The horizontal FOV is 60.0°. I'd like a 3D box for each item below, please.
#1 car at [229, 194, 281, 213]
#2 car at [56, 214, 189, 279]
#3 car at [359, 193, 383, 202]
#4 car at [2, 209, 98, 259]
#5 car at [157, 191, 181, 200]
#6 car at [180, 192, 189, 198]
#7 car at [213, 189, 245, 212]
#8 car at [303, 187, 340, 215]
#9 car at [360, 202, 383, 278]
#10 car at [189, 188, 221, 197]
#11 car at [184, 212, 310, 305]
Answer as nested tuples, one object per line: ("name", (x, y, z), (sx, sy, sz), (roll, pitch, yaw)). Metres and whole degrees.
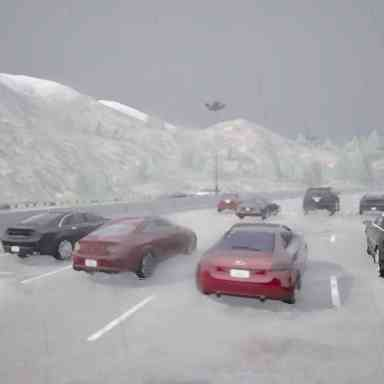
("car", (4.676, 1.086, 23.109), (2.033, 1.411, 5.357), (-1, 1, 28))
("car", (-1.421, 1.392, 9.689), (1.812, 1.442, 4.674), (-1, 1, 22))
("car", (13.934, 0.843, 25.427), (1.837, 1.490, 4.892), (-1, 2, 30))
("car", (-4.254, 1.383, 12.010), (1.837, 1.490, 4.892), (-1, 1, 23))
("car", (-2.755, 0.675, 51.719), (1.882, 1.535, 5.008), (0, 1, 35))
("car", (0.682, 0.721, 50.538), (1.994, 1.385, 4.181), (0, 1, 35))
("car", (3.971, 0.803, 29.099), (2.097, 1.767, 4.553), (0, 1, 29))
("car", (10.185, 0.617, 25.956), (2.150, 2.045, 5.566), (-1, 1, 29))
("car", (5.809, 1.244, 8.880), (2.128, 1.511, 4.902), (-1, 1, 23))
("car", (2.402, 0.407, 46.923), (2.150, 2.045, 5.566), (0, 1, 34))
("car", (1.626, 1.407, 7.912), (1.994, 1.385, 4.181), (-1, 1, 22))
